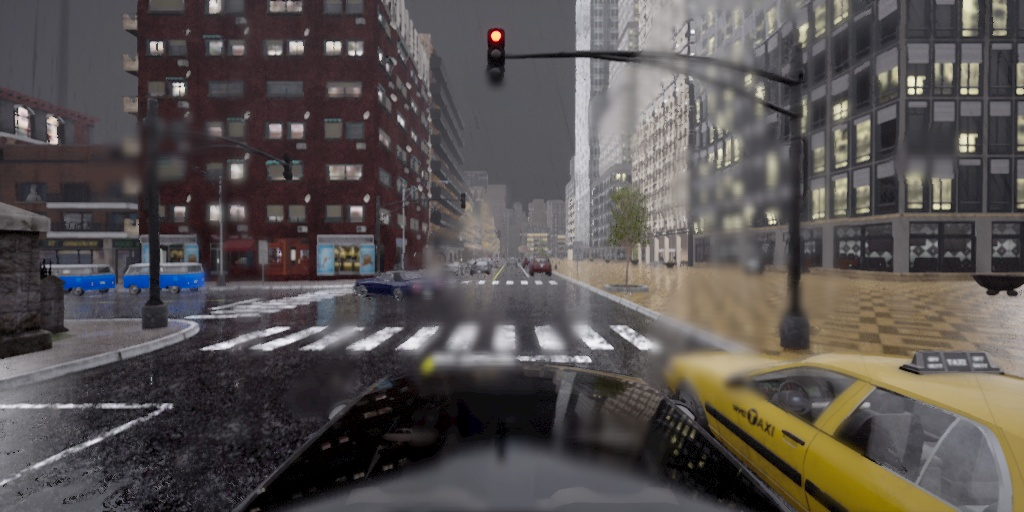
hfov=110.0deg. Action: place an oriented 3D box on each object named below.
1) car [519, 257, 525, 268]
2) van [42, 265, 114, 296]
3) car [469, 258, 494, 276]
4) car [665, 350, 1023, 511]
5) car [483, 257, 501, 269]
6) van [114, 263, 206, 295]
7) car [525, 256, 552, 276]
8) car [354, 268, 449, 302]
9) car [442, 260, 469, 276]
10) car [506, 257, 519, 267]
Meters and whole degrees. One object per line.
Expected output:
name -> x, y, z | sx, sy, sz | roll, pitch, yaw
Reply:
car -> 2.705, 0.918, 56.812 | 2.192, 1.841, 5.009 | 0, 0, 0
van -> -26.300, 1.416, 21.426 | 3.998, 1.789, 1.690 | 0, 0, -1
car -> -3.088, 1.174, 35.775 | 1.812, 1.442, 4.674 | 0, 0, 0
car -> 2.689, 1.273, 2.465 | 1.751, 1.417, 4.829 | 0, 0, 0
car -> -3.070, 1.175, 52.217 | 1.994, 1.385, 4.181 | 0, 0, 0
van -> -20.762, 1.326, 21.475 | 3.998, 1.789, 1.690 | 0, 0, -1
car -> 2.698, 0.965, 34.708 | 2.192, 1.841, 5.009 | 0, 0, 0
car -> -5.485, 1.367, 17.062 | 4.718, 1.301, 1.895 | -1, 0, 37
car -> -5.682, 1.201, 34.710 | 2.007, 1.370, 4.403 | 0, 0, 0
car -> 0.016, 1.083, 63.482 | 2.128, 1.511, 4.902 | 0, 0, 0
